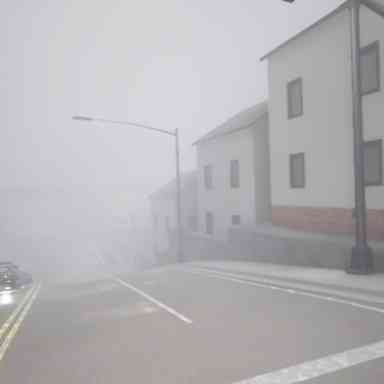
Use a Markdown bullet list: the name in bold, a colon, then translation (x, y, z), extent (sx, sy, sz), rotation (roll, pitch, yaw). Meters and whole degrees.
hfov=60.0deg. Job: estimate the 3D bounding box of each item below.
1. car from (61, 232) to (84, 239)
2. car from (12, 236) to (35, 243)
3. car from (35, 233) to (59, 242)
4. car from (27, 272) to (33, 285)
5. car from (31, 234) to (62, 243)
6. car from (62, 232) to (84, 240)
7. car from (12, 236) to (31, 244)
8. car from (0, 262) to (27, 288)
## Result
- **car**: translation (-27.386, 9.896, 76.258), extent (4.536, 1.218, 1.853), rotation (-2, 0, 7)
- **car**: translation (-36.326, 10.214, 71.794), extent (4.536, 1.218, 1.853), rotation (-2, 0, 22)
- **car**: translation (-31.985, 10.061, 73.555), extent (1.853, 1.218, 4.536), rotation (-2, 0, 32)
- **car**: translation (-13.664, 7.082, 26.252), extent (2.128, 1.511, 4.902), rotation (-2, -19, -23)
- **car**: translation (-32.006, 10.220, 73.511), extent (2.038, 1.542, 4.974), rotation (-2, 0, 32)
- **car**: translation (-27.329, 10.051, 76.253), extent (4.974, 1.542, 2.038), rotation (-2, 0, 7)
- **car**: translation (-36.272, 10.370, 71.775), extent (4.974, 1.542, 2.038), rotation (-2, 0, 22)
- **car**: translation (-9.982, 4.331, 17.200), extent (1.994, 1.385, 4.181), rotation (-2, -11, -22)
